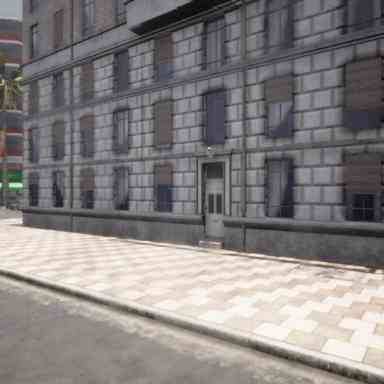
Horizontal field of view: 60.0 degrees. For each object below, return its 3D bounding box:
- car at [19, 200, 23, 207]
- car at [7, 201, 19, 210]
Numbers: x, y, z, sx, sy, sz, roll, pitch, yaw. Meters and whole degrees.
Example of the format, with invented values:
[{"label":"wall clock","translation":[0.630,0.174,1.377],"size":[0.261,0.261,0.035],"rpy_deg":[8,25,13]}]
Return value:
[{"label":"car","translation":[-17.758,1.526,40.143],"size":[1.812,1.442,4.674],"rpy_deg":[0,0,36]},{"label":"car","translation":[-20.853,1.564,41.828],"size":[1.994,1.385,4.181],"rpy_deg":[0,0,36]}]
